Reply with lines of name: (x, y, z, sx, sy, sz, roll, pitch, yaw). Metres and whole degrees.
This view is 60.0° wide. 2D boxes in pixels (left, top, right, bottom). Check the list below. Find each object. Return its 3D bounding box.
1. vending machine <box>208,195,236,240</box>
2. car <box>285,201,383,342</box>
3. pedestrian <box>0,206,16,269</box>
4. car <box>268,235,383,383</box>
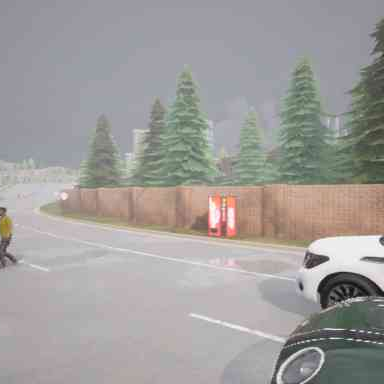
vending machine: (1.475, 1.195, 16.327, 0.880, 2.100, 1.100, 0, 0, 42)
car: (4.536, 1.222, 5.129, 5.566, 2.045, 2.150, 0, 0, 35)
pedestrian: (-5.477, 1.294, 9.701, 0.375, 1.860, 0.375, 0, 0, 42)
car: (2.818, 1.352, 2.155, 4.553, 1.767, 2.097, 0, 0, 34)
